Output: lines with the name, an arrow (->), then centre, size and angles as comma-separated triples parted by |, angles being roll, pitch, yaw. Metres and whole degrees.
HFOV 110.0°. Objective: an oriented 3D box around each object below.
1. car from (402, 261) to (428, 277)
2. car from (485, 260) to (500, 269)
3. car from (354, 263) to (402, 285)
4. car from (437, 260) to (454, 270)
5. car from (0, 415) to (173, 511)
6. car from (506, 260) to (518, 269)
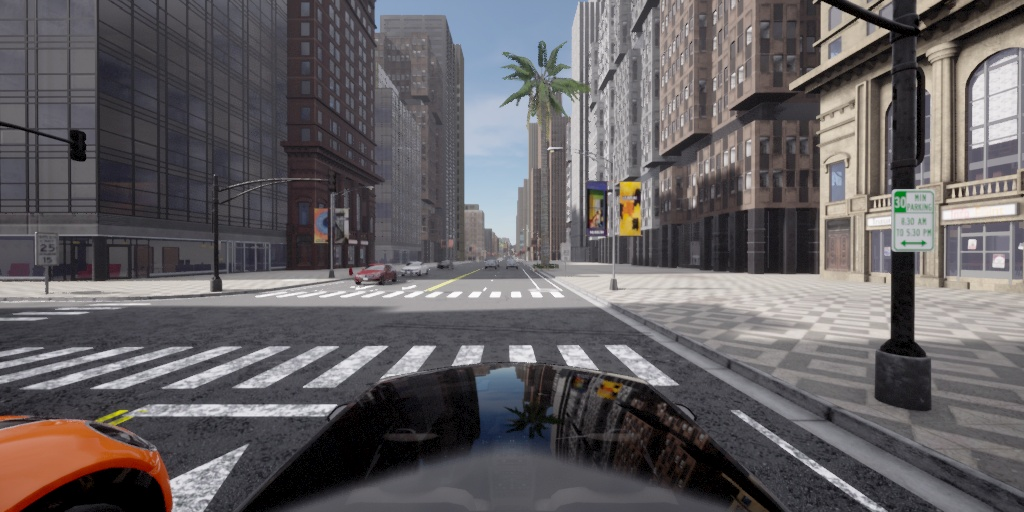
car -> -9.839, 1.286, 36.426 | 1.812, 1.442, 4.674 | 0, 0, 0
car -> -3.239, 1.334, 55.777 | 2.033, 1.411, 5.357 | 0, 0, 0
car -> -9.847, 1.281, 26.316 | 1.812, 1.442, 4.674 | 0, 0, -1
car -> -9.806, 1.287, 52.872 | 1.837, 1.490, 4.892 | 0, -1, 0
car -> -3.150, 1.102, 0.298 | 2.097, 1.767, 4.553 | 0, 0, 0
car -> 0.011, 1.334, 55.776 | 2.033, 1.411, 5.357 | 0, 0, 0
